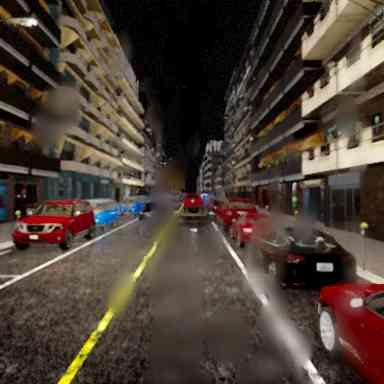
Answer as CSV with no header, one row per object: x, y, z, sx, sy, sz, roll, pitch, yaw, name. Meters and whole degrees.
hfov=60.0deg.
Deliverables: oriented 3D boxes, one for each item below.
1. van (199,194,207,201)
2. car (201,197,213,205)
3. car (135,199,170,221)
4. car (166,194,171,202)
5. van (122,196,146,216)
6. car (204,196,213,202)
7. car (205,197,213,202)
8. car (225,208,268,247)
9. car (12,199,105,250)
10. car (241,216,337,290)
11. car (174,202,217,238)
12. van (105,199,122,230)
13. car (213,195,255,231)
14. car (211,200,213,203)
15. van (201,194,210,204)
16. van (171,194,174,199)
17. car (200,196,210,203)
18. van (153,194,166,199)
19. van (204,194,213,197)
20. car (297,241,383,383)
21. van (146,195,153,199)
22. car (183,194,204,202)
2.657,1.356,82.429,1.690,1.788,3.998,0,0,0,van
2.667,1.539,59.780,1.887,1.381,4.507,0,0,0,car
-3.081,1.511,26.790,1.812,1.442,4.674,0,0,0,car
-5.716,1.542,65.438,1.887,1.381,4.507,0,0,0,car
-5.699,1.327,31.465,1.690,1.788,3.998,0,0,0,van
2.675,1.569,42.793,1.802,1.307,4.206,0,0,0,car
2.677,1.568,37.130,1.802,1.307,4.206,0,0,0,car
2.688,1.571,14.483,1.802,1.307,4.206,0,0,0,car
-5.690,1.304,14.478,2.192,1.841,5.009,0,0,0,car
2.691,1.559,8.821,1.947,1.339,4.313,0,0,0,car
0.091,1.494,17.662,1.837,1.490,4.892,0,0,0,car
-5.693,1.328,20.140,1.690,1.788,3.998,0,0,0,van
2.687,1.302,20.145,2.192,1.841,5.009,0,0,0,car
2.683,1.531,25.807,1.887,1.381,4.507,0,0,0,car
2.665,1.339,65.442,1.690,1.788,3.998,0,0,0,van
-5.721,1.349,76.762,1.690,1.788,3.998,0,0,0,van
2.661,1.568,71.103,1.947,1.339,4.313,0,0,0,car
-5.709,1.332,54.113,1.690,1.788,3.998,0,0,0,van
2.674,1.330,48.455,1.690,1.788,3.998,0,0,0,van
2.694,1.542,3.159,1.887,1.381,4.507,0,0,0,car
-5.702,1.327,37.126,1.690,1.788,3.998,0,0,0,van
0.082,1.208,41.594,2.150,2.045,5.566,0,0,0,car
